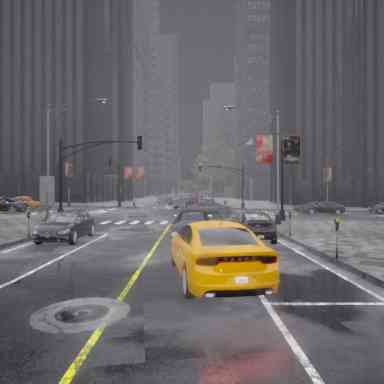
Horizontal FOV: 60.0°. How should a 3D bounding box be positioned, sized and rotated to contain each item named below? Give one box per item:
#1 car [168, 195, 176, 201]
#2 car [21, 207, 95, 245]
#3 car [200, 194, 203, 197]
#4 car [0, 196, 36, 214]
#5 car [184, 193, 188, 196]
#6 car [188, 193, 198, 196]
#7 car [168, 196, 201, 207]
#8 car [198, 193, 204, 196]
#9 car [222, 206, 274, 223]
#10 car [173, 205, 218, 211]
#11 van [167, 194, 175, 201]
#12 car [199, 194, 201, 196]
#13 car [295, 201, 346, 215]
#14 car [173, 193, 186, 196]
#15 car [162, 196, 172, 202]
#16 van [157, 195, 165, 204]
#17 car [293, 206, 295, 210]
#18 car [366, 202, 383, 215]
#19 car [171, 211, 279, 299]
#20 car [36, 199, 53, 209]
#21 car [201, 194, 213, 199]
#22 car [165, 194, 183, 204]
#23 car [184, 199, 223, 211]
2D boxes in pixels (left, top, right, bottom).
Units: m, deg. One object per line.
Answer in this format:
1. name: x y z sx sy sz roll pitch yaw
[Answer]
1. car: -5.362 1.579 90.769 1.887 1.381 4.507 0 0 0
2. car: -5.776 1.552 15.439 2.008 1.369 4.403 0 0 0
3. car: 2.942 1.544 63.310 1.752 1.417 4.829 0 0 0
4. car: -17.627 1.214 30.952 4.892 1.490 1.837 1 0 0
5. car: -2.724 1.251 75.456 2.150 2.045 5.566 0 0 0
6. car: 0.289 1.252 76.955 2.150 2.045 5.566 0 0 0
7. car: -0.865 1.581 42.465 2.033 1.411 5.357 1 0 17
8. car: 3.030 1.340 74.166 2.192 1.841 5.009 0 0 0
9. car: 2.749 1.552 15.444 2.008 1.369 4.403 0 0 0
10. car: 0.036 1.565 16.133 1.994 1.385 4.181 0 0 0
11. van: -5.406 1.372 85.257 1.690 1.788 3.998 0 0 0
12. car: 2.985 1.572 68.653 2.008 1.369 4.403 0 0 0
13. car: 14.720 1.812 37.575 4.892 1.490 1.837 1 0 1
14. car: -2.852 1.511 64.859 2.128 1.511 4.902 0 0 1
15. car: -5.495 1.591 74.232 1.947 1.339 4.313 0 0 0
16. van: -5.584 1.360 63.207 1.690 1.788 3.998 0 0 0
17. car: 14.868 1.842 40.836 4.674 1.442 1.812 1 0 2
18. car: 24.078 1.981 40.804 4.902 1.511 2.128 1 0 0
19. car: 0.547 1.478 8.612 1.882 1.535 5.008 0 0 -9
20. car: -16.868 1.208 34.200 5.008 1.535 1.882 1 0 0
21. car: 2.896 1.567 57.628 2.008 1.369 4.403 0 0 0
22. car: -2.955 1.493 55.284 1.882 1.535 5.008 0 0 1
23. car: 1.607 1.572 30.905 4.181 1.385 1.994 0 0 0
